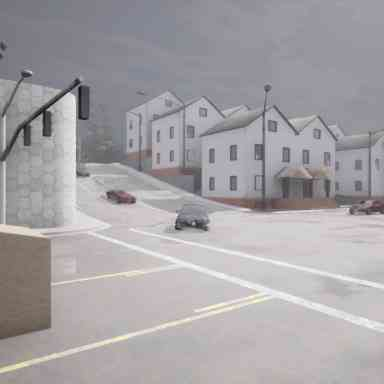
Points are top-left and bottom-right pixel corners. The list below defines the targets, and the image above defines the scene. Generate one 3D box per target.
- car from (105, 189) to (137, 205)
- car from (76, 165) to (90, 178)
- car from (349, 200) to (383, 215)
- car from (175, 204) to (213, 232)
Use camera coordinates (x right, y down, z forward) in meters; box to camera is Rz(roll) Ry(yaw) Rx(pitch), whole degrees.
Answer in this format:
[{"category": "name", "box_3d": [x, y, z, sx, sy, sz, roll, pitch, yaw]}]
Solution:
[{"category": "car", "box_3d": [-7.701, 0.439, 36.021, 1.895, 1.301, 4.718, 0, 9, -35]}, {"category": "car", "box_3d": [-16.279, -3.105, 48.531, 1.837, 1.490, 4.892, 0, 13, -34]}, {"category": "car", "box_3d": [17.887, 1.525, 33.751, 4.674, 1.442, 1.812, 0, 0, -35]}, {"category": "car", "box_3d": [0.122, 1.509, 20.291, 1.837, 1.490, 4.892, 2, -1, 0]}]
